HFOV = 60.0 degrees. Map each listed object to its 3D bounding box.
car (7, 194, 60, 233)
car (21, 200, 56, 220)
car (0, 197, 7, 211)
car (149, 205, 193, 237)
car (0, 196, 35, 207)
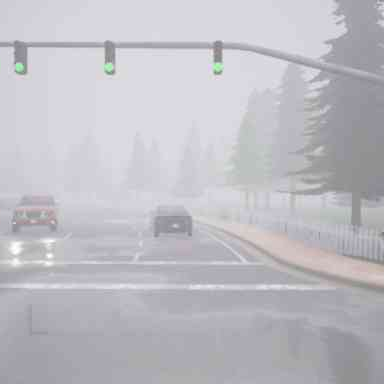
[{"bbox_3d":[-9.073,1.148,19.633,2.150,2.045,5.566,0,0,-20],"label":"car"},{"bbox_3d":[-13.453,1.458,28.981,2.033,1.411,5.357,0,0,-33],"label":"car"},{"bbox_3d":[-20.145,1.384,36.998,4.902,1.511,2.128,0,0,43],"label":"car"},{"bbox_3d":[-1.220,1.418,17.864,1.882,1.535,5.008,0,0,-10],"label":"car"},{"bbox_3d":[-25.829,1.350,49.300,5.008,1.535,1.882,0,0,23],"label":"car"}]
